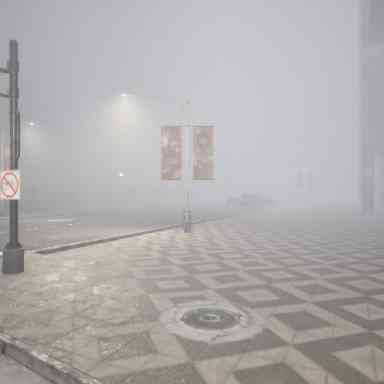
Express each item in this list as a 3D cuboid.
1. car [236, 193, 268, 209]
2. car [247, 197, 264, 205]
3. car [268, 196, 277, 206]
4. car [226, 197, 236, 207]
[{"bbox_3d":[8.297,1.189,45.768,2.150,2.045,5.566,0,0,27],"label":"car"},{"bbox_3d":[11.411,1.559,59.401,1.895,1.301,4.718,0,0,26],"label":"car"},{"bbox_3d":[12.817,1.449,55.095,2.128,1.511,4.902,0,0,26],"label":"car"},{"bbox_3d":[6.552,1.473,49.460,1.837,1.490,4.892,0,0,26],"label":"car"}]
